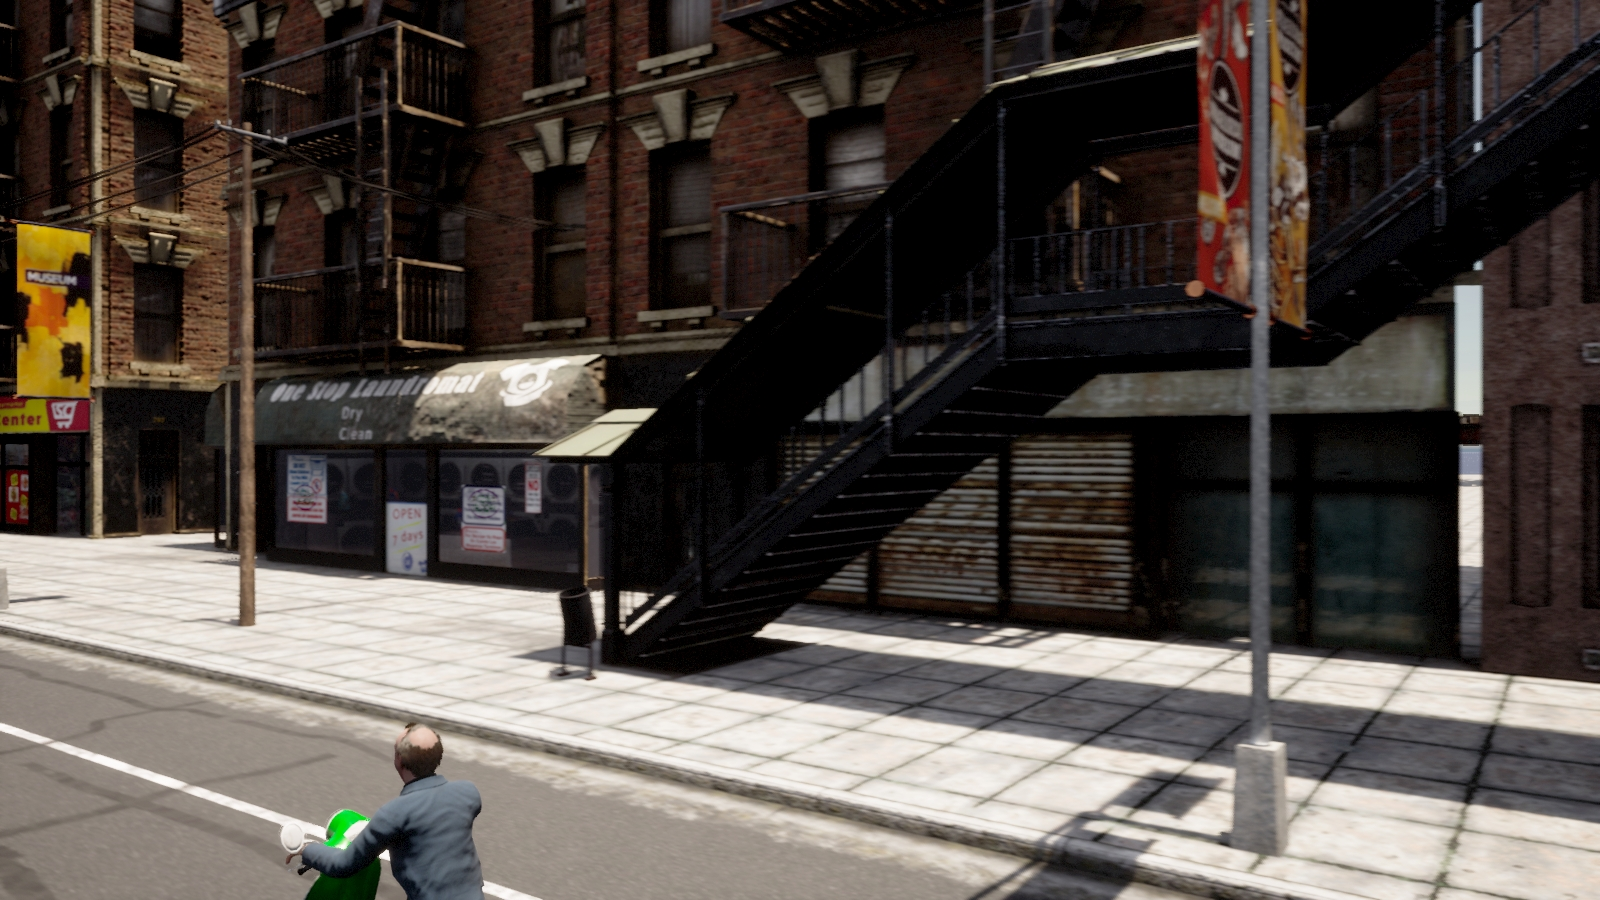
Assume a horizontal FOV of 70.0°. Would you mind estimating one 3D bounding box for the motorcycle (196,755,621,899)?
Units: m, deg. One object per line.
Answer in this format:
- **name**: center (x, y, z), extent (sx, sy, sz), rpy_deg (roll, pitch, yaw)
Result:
- **motorcycle**: center (-1.743, 2.182, 5.000), extent (1.805, 1.236, 0.856), rpy_deg (0, 0, 35)
